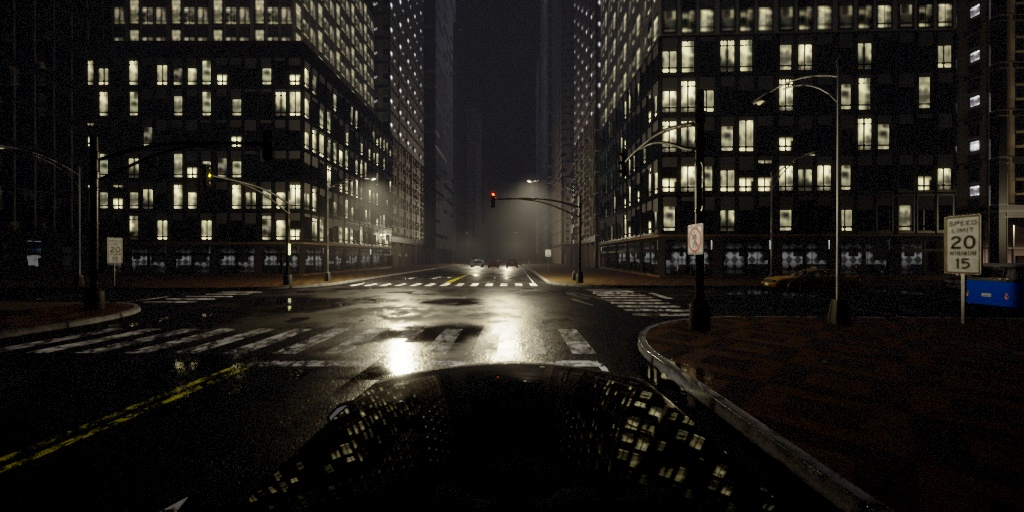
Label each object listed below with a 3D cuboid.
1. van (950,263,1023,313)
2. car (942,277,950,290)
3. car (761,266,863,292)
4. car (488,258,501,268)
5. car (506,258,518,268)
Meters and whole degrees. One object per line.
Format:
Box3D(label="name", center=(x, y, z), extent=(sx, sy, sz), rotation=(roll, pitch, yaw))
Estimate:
Box3D(label="van", center=(18.360, 1.119, 12.413), extent=(3.998, 1.789, 1.690), rotation=(0, 0, 2))
Box3D(label="car", center=(26.926, 1.356, 20.099), extent=(4.207, 1.307, 1.802), rotation=(0, 0, 2))
Box3D(label="car", center=(17.092, 1.293, 20.585), extent=(4.829, 1.417, 1.751), rotation=(0, 0, 2))
Box3D(label="car", center=(-3.237, 1.460, 63.203), extent=(1.895, 1.301, 4.718), rotation=(0, 0, 0))
Box3D(label="car", center=(0.013, 1.212, 63.559), extent=(2.097, 1.767, 4.553), rotation=(0, 0, 0))
